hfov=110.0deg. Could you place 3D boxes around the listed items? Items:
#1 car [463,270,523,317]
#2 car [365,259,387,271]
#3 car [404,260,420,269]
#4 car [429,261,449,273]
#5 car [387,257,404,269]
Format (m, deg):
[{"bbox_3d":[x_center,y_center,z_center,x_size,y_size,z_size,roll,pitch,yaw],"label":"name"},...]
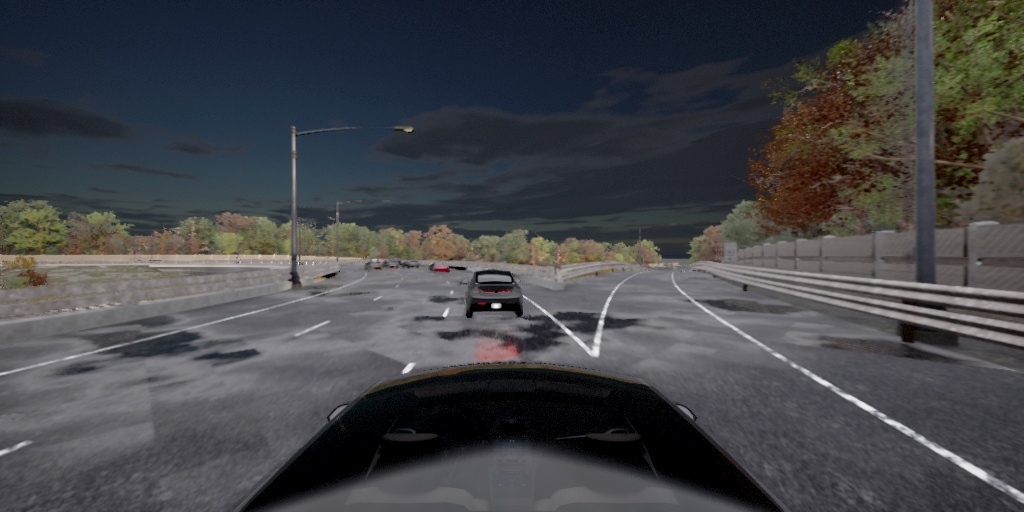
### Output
[{"bbox_3d":[-0.745,1.261,13.264,1.837,1.490,4.892,0,0,-6],"label":"car"},{"bbox_3d":[-20.468,1.362,53.069,2.128,1.511,4.902,0,0,-31],"label":"car"},{"bbox_3d":[-17.437,1.346,61.633,2.128,1.511,4.902,0,0,-34],"label":"car"},{"bbox_3d":[-9.464,1.374,46.245,1.994,1.385,4.181,0,0,-23],"label":"car"},{"bbox_3d":[-20.135,1.361,59.382,2.128,1.511,4.902,0,0,-34],"label":"car"}]
